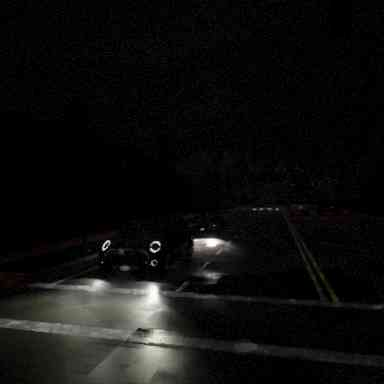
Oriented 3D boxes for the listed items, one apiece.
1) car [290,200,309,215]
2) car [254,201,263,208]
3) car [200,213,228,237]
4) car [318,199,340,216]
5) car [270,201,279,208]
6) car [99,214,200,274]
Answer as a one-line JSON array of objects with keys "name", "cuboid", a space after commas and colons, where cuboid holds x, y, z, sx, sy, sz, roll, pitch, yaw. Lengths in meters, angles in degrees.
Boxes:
[{"name": "car", "cuboid": [14.476, 2.033, 44.833, 2.150, 2.045, 5.566, -1, -1, 15]}, {"name": "car", "cuboid": [15.716, 2.876, 78.297, 1.882, 1.535, 5.008, -1, -1, 14]}, {"name": "car", "cuboid": [1.102, 2.027, 21.325, 1.994, 1.385, 4.181, -1, -1, 14]}, {"name": "car", "cuboid": [17.574, 1.951, 42.847, 2.150, 2.045, 5.566, -1, -1, 15]}, {"name": "car", "cuboid": [19.107, 2.814, 77.433, 1.882, 1.535, 5.008, -1, -1, 14]}, {"name": "car", "cuboid": [-1.368, 1.635, 11.698, 2.097, 1.767, 4.553, -1, -1, 14]}]
